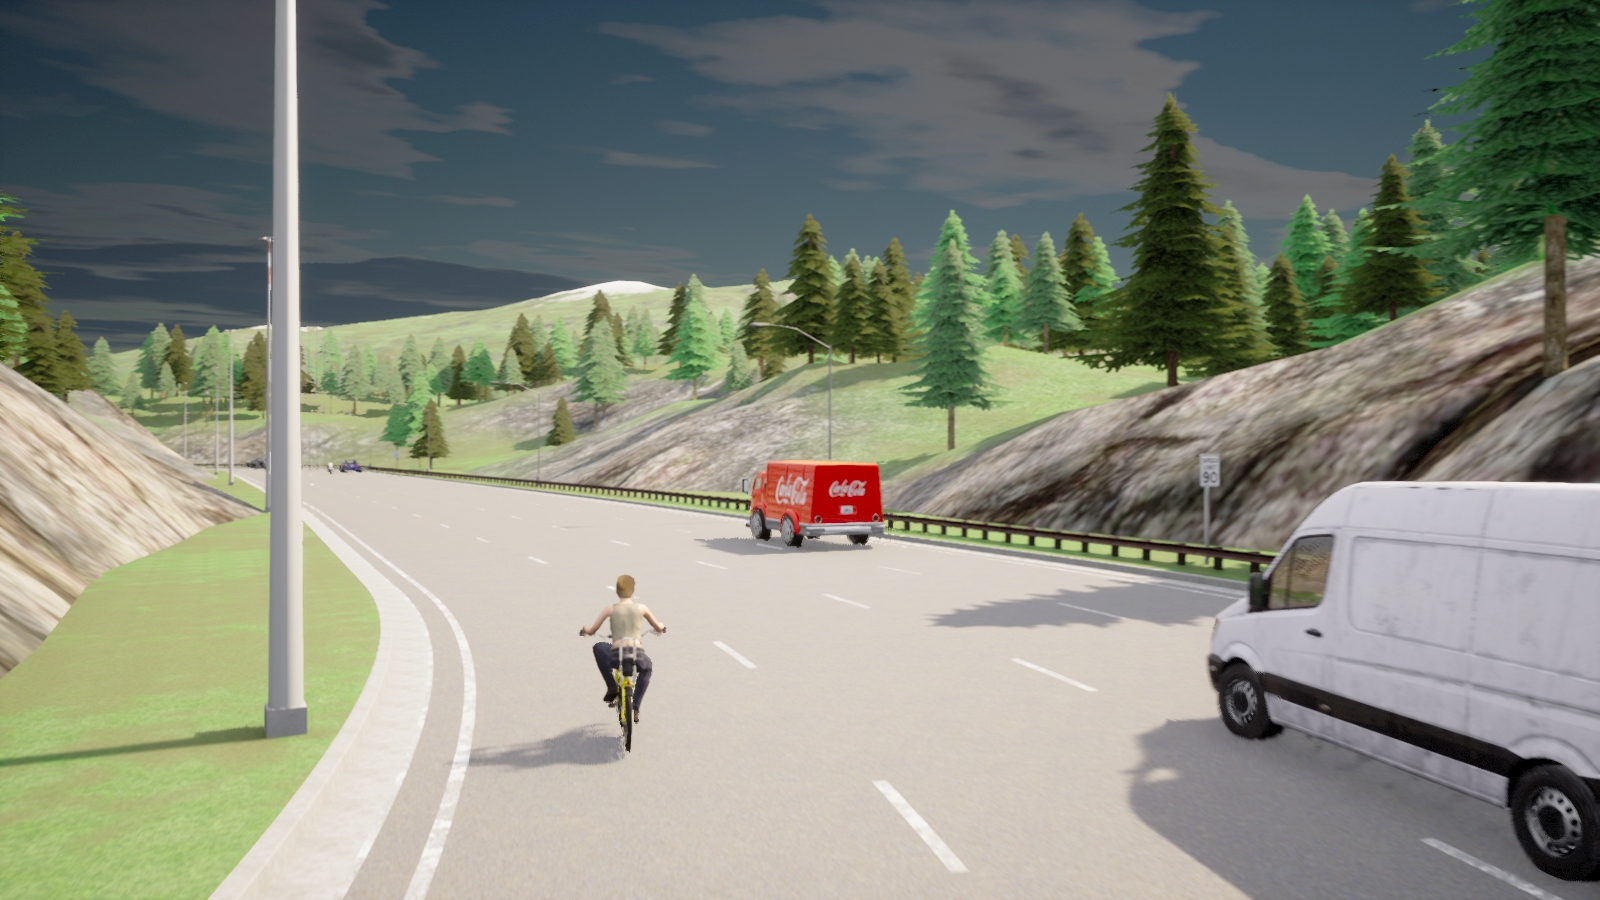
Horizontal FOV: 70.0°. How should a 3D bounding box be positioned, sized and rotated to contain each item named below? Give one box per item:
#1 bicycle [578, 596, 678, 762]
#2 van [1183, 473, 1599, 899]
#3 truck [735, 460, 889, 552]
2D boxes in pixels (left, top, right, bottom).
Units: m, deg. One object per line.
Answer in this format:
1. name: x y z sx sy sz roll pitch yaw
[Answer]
1. bicycle: -1.697 2.158 11.070 0.859 1.276 1.487 0 0 -12
2. van: 5.580 1.531 9.372 1.988 2.561 5.915 1 0 -10
3. truck: 0.248 1.568 34.470 2.627 2.467 5.204 0 0 -25
